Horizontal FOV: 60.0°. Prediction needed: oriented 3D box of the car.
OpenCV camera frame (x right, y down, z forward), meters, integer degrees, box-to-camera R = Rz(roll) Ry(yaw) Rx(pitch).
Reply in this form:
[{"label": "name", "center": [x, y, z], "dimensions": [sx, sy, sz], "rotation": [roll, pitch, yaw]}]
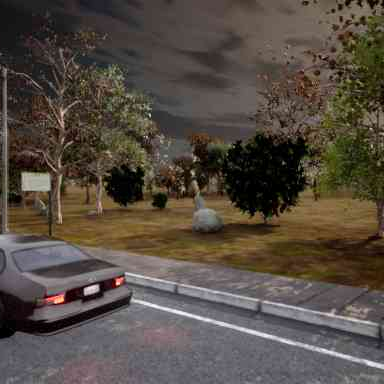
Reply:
[{"label": "car", "center": [-3.580, 1.546, 6.557], "dimensions": [5.357, 1.411, 2.033], "rotation": [0, 0, 36]}]
